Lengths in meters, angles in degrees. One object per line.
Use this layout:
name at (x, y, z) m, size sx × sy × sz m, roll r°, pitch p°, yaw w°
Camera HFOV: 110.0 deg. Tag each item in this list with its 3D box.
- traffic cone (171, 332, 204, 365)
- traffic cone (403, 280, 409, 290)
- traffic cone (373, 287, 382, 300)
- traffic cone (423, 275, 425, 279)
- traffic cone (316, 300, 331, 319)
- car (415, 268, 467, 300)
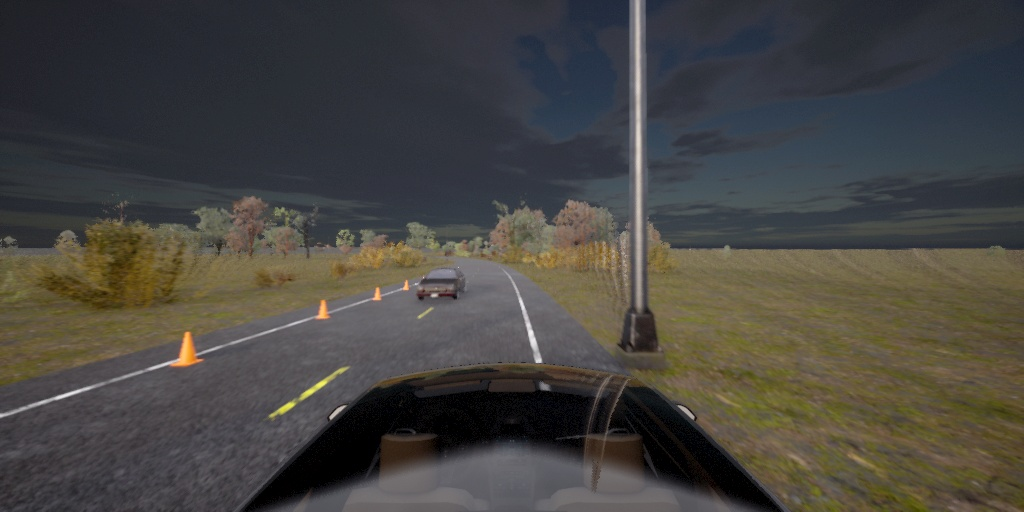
traffic cone at (-6.144, 1.734, 6.802) m, size 0.340 × 0.580 × 0.340 m, roll 0°, pitch 0°, yaw 0°
traffic cone at (-6.398, 1.728, 21.729) m, size 0.340 × 0.580 × 0.340 m, roll 0°, pitch 0°, yaw -2°
traffic cone at (-6.275, 1.732, 16.754) m, size 0.340 × 0.580 × 0.340 m, roll 0°, pitch 0°, yaw -1°
traffic cone at (-6.562, 1.723, 26.703) m, size 0.340 × 0.580 × 0.340 m, roll 0°, pitch 0°, yaw -2°
traffic cone at (-6.190, 1.734, 11.778) m, size 0.340 × 0.580 × 0.340 m, roll 0°, pitch 0°, yaw -1°
car at (-3.361, 1.308, 18.012) m, size 2.033 × 1.411 × 5.357 m, roll 0°, pitch 0°, yaw -1°
